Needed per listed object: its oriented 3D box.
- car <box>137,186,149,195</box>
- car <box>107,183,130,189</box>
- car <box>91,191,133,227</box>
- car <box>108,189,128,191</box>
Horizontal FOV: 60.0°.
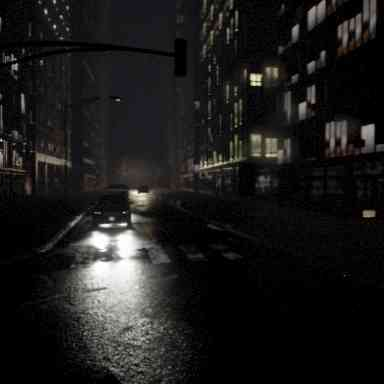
[{"bbox_3d":[-8.471,-0.371,57.664,1.882,1.535,5.008,0,2,-8],"label":"car"},{"bbox_3d":[-8.194,0.018,37.113,2.150,2.045,5.566,0,2,-10],"label":"car"},{"bbox_3d":[-4.215,0.897,17.651,2.128,1.511,4.902,0,2,-13],"label":"car"},{"bbox_3d":[-6.191,0.723,26.753,1.895,1.301,4.718,0,2,-12],"label":"car"}]
